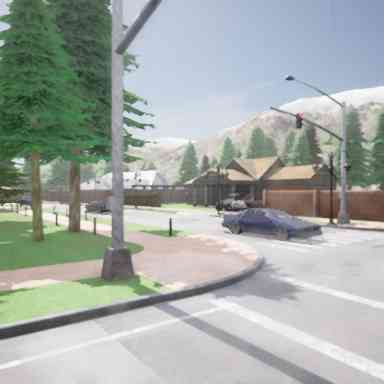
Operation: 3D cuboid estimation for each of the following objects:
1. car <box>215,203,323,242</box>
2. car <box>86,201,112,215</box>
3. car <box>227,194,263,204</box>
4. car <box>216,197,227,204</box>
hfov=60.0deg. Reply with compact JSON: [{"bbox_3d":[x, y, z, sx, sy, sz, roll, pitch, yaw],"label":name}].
[{"bbox_3d":[3.774,1.531,16.829,2.033,1.411,5.357,0,0,-37],"label":"car"},{"bbox_3d":[-9.267,1.584,34.205,1.895,1.301,4.718,0,0,-37],"label":"car"},{"bbox_3d":[6.278,1.155,34.869,4.605,1.855,1.932,0,0,-37],"label":"car"},{"bbox_3d":[4.455,1.157,36.643,3.866,1.878,1.905,0,0,-37],"label":"car"}]
